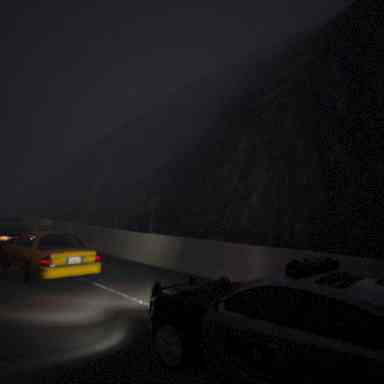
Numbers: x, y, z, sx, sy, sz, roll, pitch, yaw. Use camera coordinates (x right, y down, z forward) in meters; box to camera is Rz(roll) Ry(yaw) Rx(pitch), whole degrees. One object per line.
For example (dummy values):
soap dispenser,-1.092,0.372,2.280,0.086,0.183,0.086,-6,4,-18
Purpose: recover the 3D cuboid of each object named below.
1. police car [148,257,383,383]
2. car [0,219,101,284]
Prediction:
police car,1.382,1.678,4.229,1.930,1.638,5.238,4,-4,-44
car,-4.889,1.896,11.005,1.801,1.575,5.366,4,-4,-41
